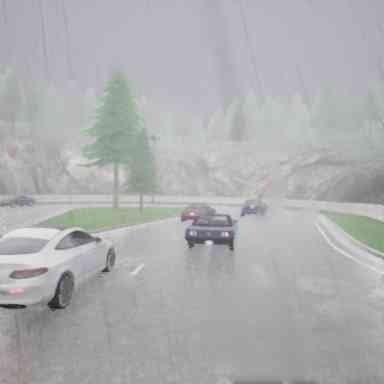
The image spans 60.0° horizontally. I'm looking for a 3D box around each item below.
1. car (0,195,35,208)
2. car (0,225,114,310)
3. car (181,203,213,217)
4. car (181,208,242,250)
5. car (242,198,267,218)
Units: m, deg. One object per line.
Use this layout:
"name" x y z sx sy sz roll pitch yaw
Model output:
"car" -22.051 1.150 42.000 1.837 1.490 4.892 1 0 17
"car" -3.197 1.473 7.589 1.812 1.442 4.674 1 0 3
"car" 0.581 1.548 25.813 1.994 1.385 4.181 1 0 17
"car" 1.040 1.602 14.604 1.895 1.301 4.718 1 0 10
"car" 6.025 1.409 31.782 2.097 1.767 4.553 1 0 17
